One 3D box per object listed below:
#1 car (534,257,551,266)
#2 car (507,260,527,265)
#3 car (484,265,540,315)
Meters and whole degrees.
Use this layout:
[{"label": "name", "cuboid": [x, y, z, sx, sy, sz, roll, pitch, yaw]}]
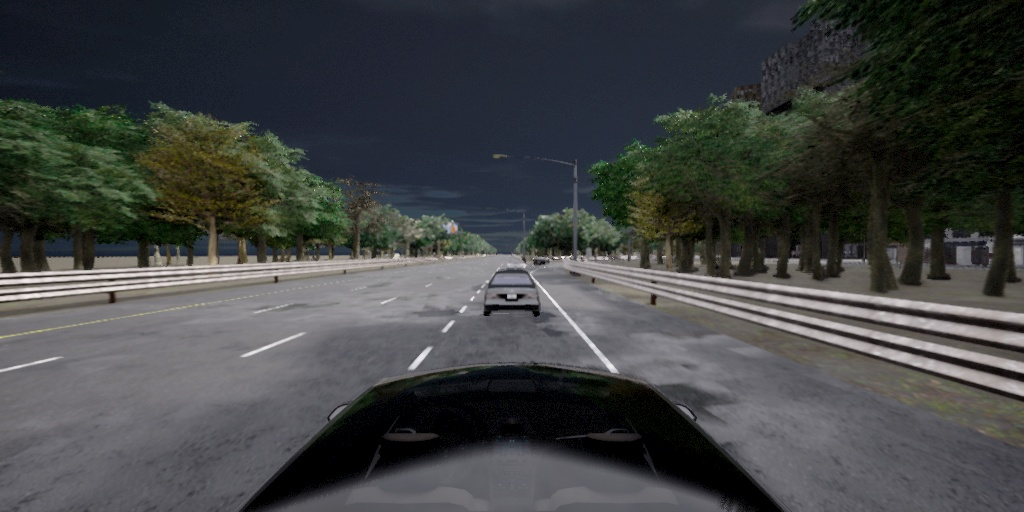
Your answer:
[{"label": "car", "cuboid": [4.998, 0.834, 58.436, 1.882, 1.535, 5.008, 0, 0, 19]}, {"label": "car", "cuboid": [0.639, 1.084, 40.076, 1.895, 1.301, 4.718, 0, 0, 7]}, {"label": "car", "cuboid": [-0.007, 1.219, 13.051, 2.033, 1.411, 5.357, 0, 0, 0]}]
